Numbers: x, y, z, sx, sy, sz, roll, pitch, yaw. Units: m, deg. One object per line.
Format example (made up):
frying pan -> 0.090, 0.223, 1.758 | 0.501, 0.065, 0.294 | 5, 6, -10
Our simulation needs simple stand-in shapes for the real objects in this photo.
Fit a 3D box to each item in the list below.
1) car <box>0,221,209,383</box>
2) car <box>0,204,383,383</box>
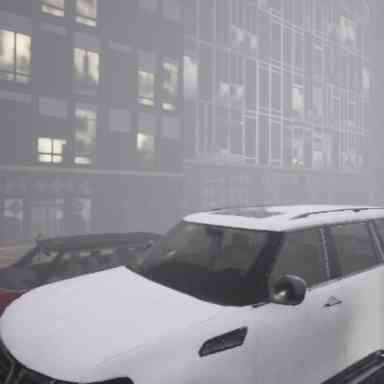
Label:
car -> -1.961, 1.434, 5.150 | 4.097, 1.590, 1.967 | 0, 1, -36
car -> 0.763, 1.208, 3.919 | 5.566, 2.045, 2.150 | 0, 0, -36
